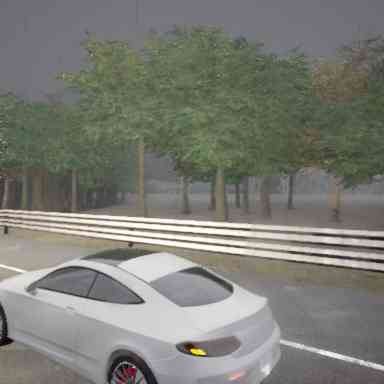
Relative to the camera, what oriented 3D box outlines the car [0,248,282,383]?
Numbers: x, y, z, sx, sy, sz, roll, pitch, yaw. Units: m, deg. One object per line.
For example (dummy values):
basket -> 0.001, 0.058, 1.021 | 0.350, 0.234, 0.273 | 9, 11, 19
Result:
car -> -1.114, 1.550, 4.708 | 4.674, 1.442, 1.812 | 0, 0, 36
